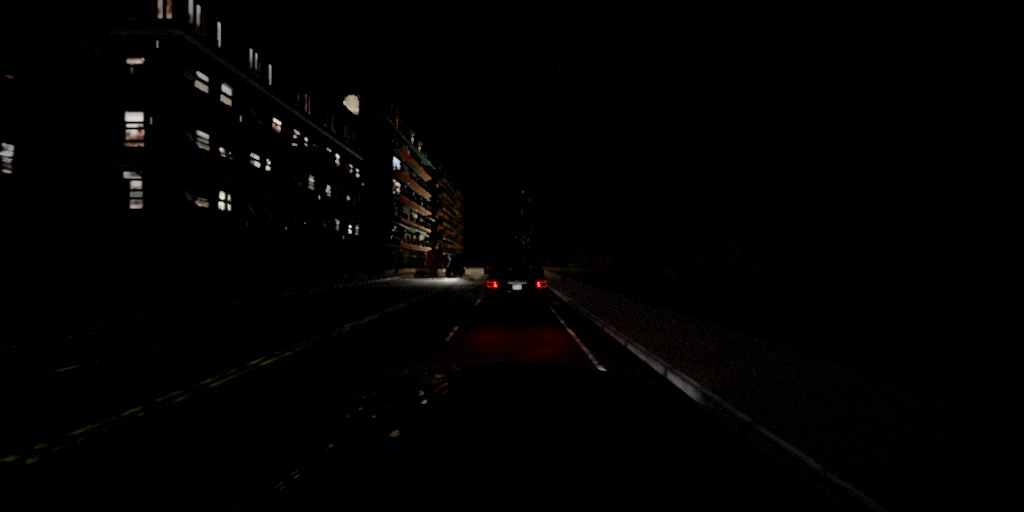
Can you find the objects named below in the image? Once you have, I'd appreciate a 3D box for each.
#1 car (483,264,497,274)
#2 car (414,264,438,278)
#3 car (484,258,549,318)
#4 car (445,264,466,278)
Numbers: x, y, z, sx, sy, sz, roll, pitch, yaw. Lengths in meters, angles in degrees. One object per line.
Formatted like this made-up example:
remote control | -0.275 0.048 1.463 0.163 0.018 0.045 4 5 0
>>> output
car | -3.245 1.907 54.265 1.837 1.490 4.892 0 -1 0
car | -9.855 1.721 41.360 1.882 1.535 5.008 0 -1 0
car | 0.107 1.121 13.918 2.150 2.045 5.566 0 -1 -1
car | -6.603 1.744 42.048 2.128 1.511 4.902 0 -1 0
